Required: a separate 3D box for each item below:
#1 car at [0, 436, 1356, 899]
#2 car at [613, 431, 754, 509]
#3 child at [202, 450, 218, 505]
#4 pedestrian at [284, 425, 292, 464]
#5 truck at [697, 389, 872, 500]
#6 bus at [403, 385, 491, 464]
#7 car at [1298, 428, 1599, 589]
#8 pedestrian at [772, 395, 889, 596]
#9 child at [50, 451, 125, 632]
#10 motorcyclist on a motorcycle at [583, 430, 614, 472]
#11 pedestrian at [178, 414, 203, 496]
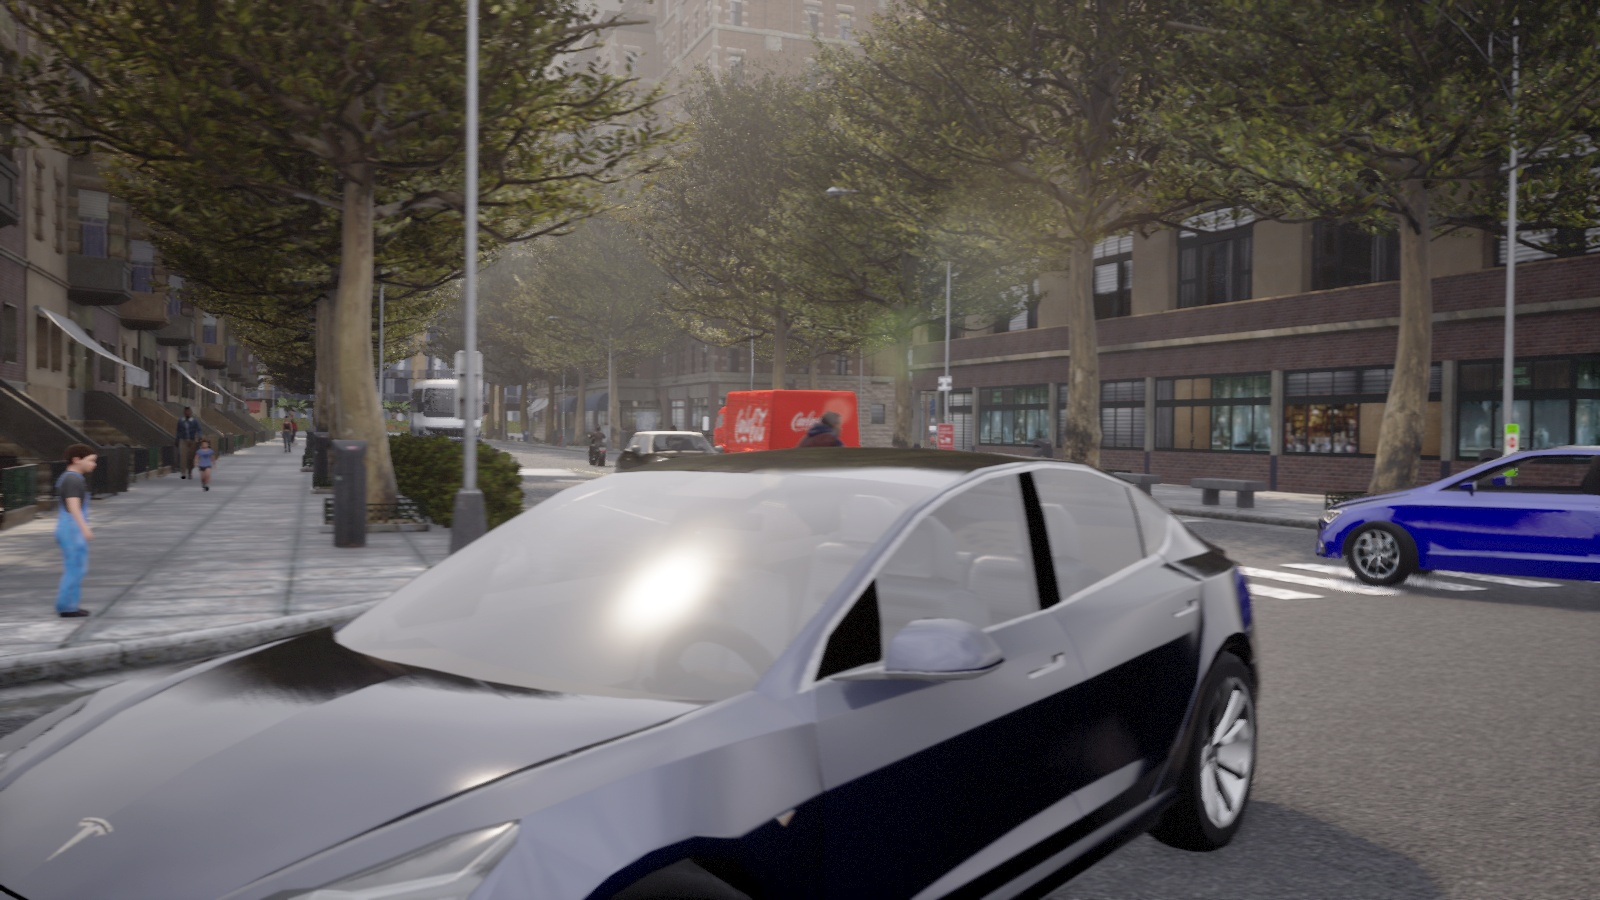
[{"bbox_3d":[0.027,0.730,4.121,2.163,1.488,4.792,0,1,38],"label":"car"},{"bbox_3d":[-2.519,0.363,26.299,1.970,1.475,3.806,-1,1,-21],"label":"car"},{"bbox_3d":[-11.962,0.550,25.465,0.255,1.110,0.394,-1,1,-21],"label":"child"},{"bbox_3d":[-24.803,-0.267,60.840,0.345,1.836,0.594,-1,1,-21],"label":"pedestrian"},{"bbox_3d":[-0.514,-0.184,30.810,2.627,2.467,5.204,-1,1,-21],"label":"truck"},{"bbox_3d":[-20.846,-1.553,73.700,3.944,4.253,10.273,-1,2,-21],"label":"bus"},{"bbox_3d":[7.477,0.524,12.681,4.193,1.474,1.816,0,1,39],"label":"car"},{"bbox_3d":[0.288,0.407,11.956,0.899,1.844,0.634,-1,1,-27],"label":"pedestrian"},{"bbox_3d":[-5.126,0.643,9.044,0.437,1.263,0.270,-1,1,-29],"label":"child"},{"bbox_3d":[-8.124,0.014,50.528,0.766,1.649,2.350,-1,1,-21],"label":"motorcyclist on a motorcycle"},{"bbox_3d":[-14.830,0.118,30.550,0.423,1.949,0.788,-1,1,-19],"label":"pedestrian"}]
